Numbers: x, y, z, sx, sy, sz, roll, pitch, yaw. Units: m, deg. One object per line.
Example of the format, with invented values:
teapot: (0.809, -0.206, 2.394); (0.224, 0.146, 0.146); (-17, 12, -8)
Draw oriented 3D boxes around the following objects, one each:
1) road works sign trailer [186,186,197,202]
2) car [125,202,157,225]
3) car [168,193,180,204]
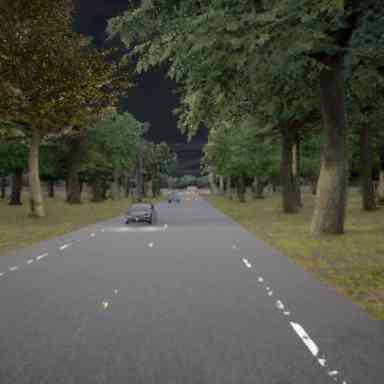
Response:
road works sign trailer: (0.011, 0.425, 76.659); (2.380, 3.560, 2.880); (0, 0, 0)
car: (-3.594, 1.519, 24.086); (1.837, 1.490, 4.892); (0, 0, 0)
car: (-3.498, 1.255, 65.853); (2.150, 2.045, 5.566); (0, 0, 0)
